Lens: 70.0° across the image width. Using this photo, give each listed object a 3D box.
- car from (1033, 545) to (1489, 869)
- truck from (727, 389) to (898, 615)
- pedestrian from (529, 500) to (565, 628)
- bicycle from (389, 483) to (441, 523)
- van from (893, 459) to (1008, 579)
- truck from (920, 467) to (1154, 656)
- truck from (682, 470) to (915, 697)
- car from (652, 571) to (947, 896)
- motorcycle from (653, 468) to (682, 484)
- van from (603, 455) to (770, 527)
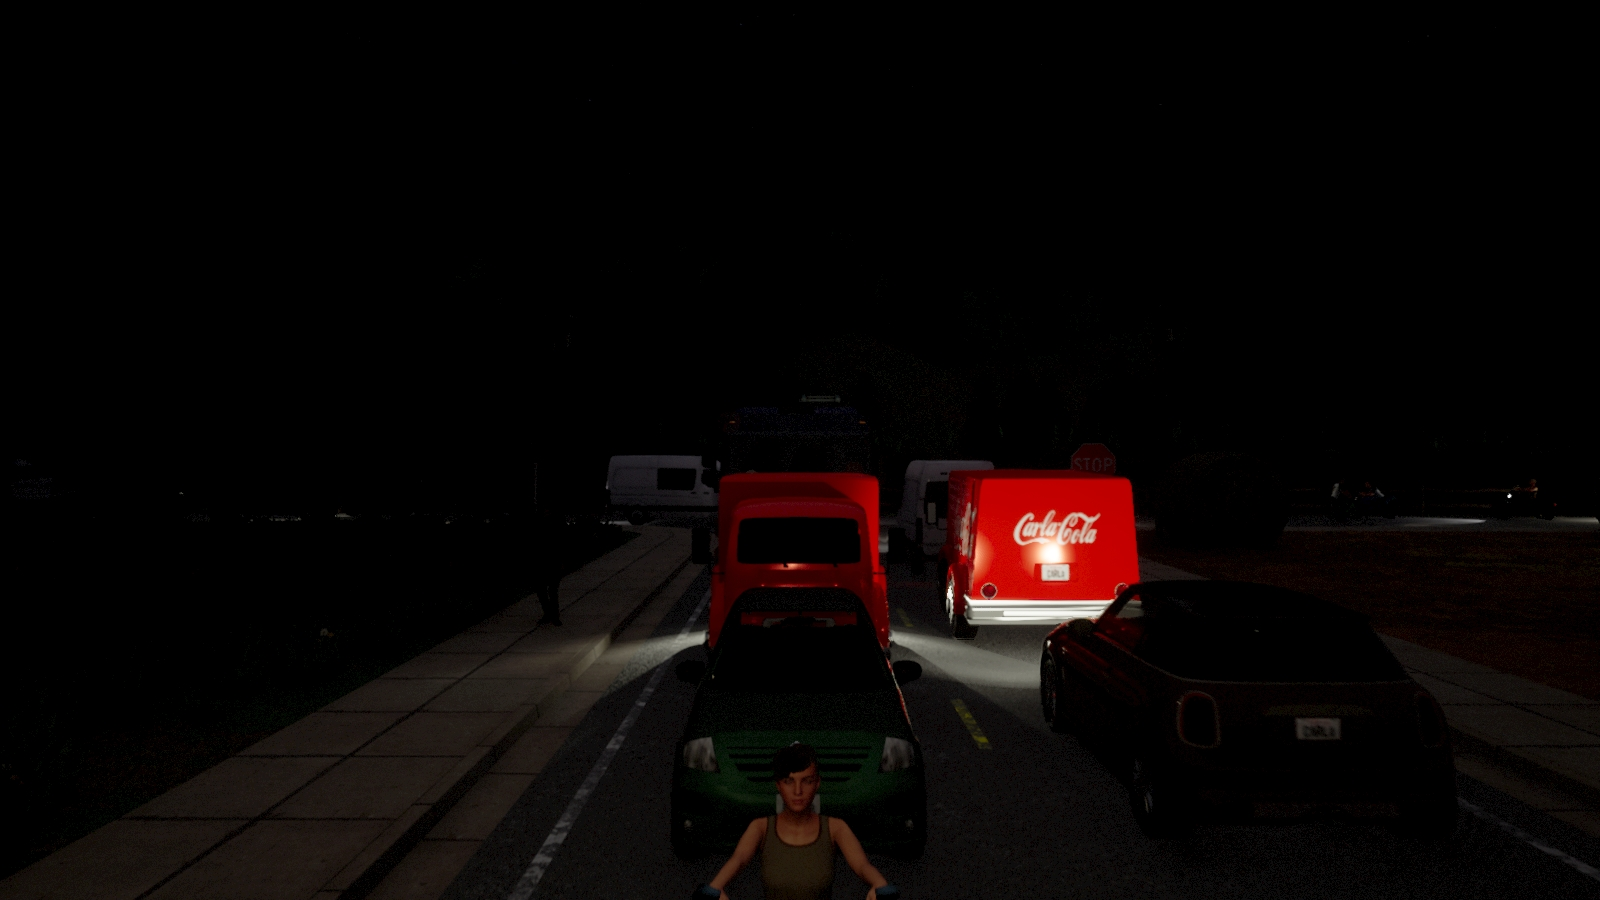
[{"bbox_3d":[3.524,1.897,9.859,2.097,1.767,4.553,0,0,0],"label":"car"},{"bbox_3d":[0.185,0.873,23.539,2.891,3.827,8.468,0,0,0],"label":"truck"},{"bbox_3d":[-3.755,1.681,16.982,0.375,1.860,0.375,0,0,24],"label":"pedestrian"},{"bbox_3d":[-14.414,1.994,42.816,1.835,1.471,0.329,0,0,3],"label":"bicycle"},{"bbox_3d":[3.492,1.514,27.651,1.988,2.561,5.915,0,0,0],"label":"van"},{"bbox_3d":[3.488,1.555,18.100,2.627,2.467,5.204,0,0,0],"label":"truck"},{"bbox_3d":[-0.020,1.556,15.510,2.627,2.467,5.204,0,0,0],"label":"truck"},{"bbox_3d":[-0.007,1.992,9.171,1.851,1.617,3.988,0,0,0],"label":"car"},{"bbox_3d":[-10.732,2.104,92.827,2.209,1.251,0.867,0,0,7],"label":"motorcycle"},{"bbox_3d":[-4.135,1.472,42.331,5.915,2.561,1.988,0,0,3],"label":"van"}]
